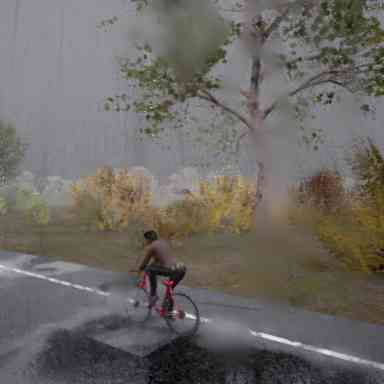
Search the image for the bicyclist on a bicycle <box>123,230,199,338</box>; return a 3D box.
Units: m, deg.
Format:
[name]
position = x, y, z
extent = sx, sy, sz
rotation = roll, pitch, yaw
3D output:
[bicyclist on a bicycle]
position = -0.563, 1.463, 5.460
extent = 1.656, 1.620, 0.582
rotation = -1, 0, 35
